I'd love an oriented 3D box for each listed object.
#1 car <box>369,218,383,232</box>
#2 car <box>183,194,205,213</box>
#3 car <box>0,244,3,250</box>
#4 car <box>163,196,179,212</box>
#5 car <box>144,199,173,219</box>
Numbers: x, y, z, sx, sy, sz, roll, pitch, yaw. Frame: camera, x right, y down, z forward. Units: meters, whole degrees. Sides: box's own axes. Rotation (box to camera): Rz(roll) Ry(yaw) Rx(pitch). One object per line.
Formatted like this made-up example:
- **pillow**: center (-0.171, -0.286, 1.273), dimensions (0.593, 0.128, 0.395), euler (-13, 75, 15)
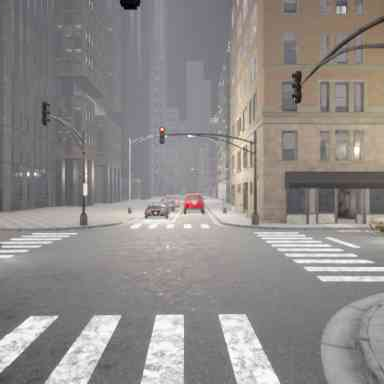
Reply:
- **car**: center (12.164, 1.519, 17.889), dimensions (4.829, 1.417, 1.752), euler (0, 0, -1)
- **car**: center (0.213, 1.235, 37.027), dimensions (2.150, 2.045, 5.566), euler (0, 0, 0)
- **car**: center (-9.393, 1.577, 11.197), dimensions (5.357, 1.411, 2.033), euler (0, 0, 5)
- **car**: center (-2.981, 1.505, 39.421), dimensions (2.128, 1.511, 4.902), euler (0, 0, 0)
- **car**: center (-3.014, 1.573, 29.566), dimensions (1.994, 1.385, 4.181), euler (0, 0, 0)
